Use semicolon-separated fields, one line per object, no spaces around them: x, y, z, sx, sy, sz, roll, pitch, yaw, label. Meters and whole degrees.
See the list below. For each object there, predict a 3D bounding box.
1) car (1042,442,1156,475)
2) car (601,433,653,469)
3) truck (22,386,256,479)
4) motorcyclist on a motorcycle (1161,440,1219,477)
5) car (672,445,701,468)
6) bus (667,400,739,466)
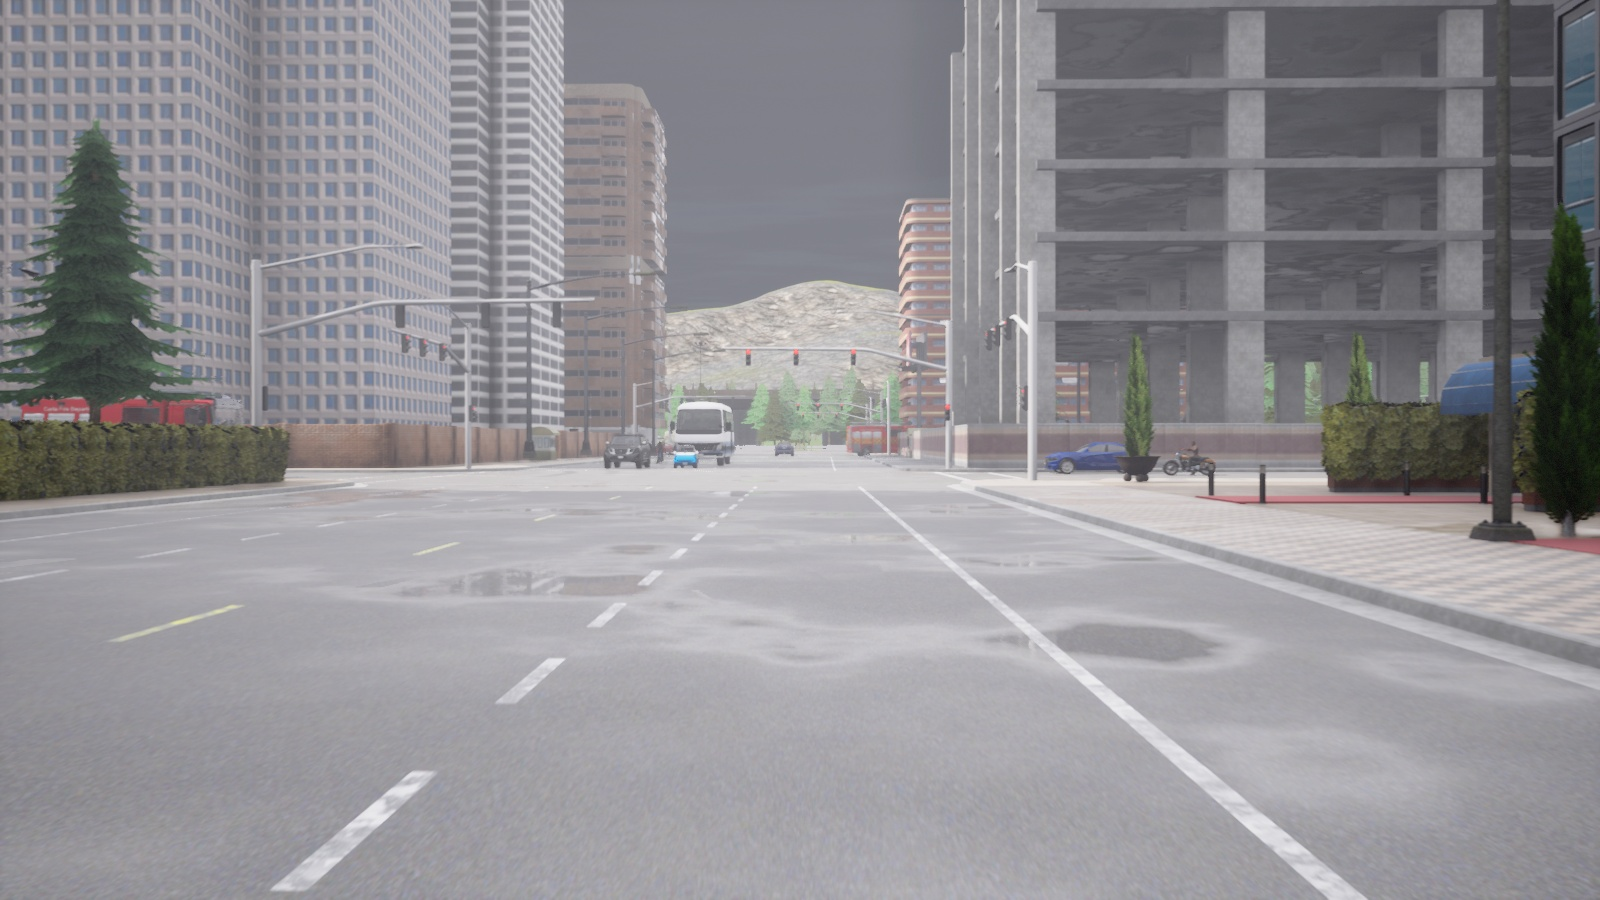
14.247;0.397;60.077;5.008;1.535;1.882;0;0;1;car
-10.222;0.037;74.604;2.150;2.045;5.566;0;0;1;car
-28.077;-0.743;53.589;8.468;3.827;2.891;0;0;1;truck
17.539;0.392;56.536;2.350;1.649;0.766;0;0;1;motorcyclist on a motorcycle
-6.725;0.376;74.432;1.481;1.376;2.207;0;0;1;car
-6.487;-1.118;85.744;3.944;4.253;10.273;0;0;1;bus
